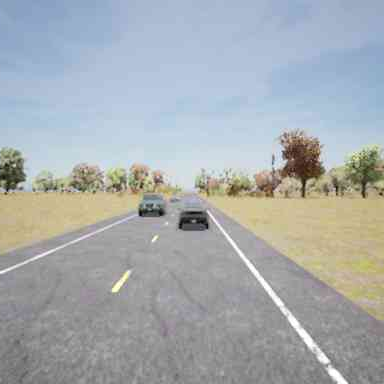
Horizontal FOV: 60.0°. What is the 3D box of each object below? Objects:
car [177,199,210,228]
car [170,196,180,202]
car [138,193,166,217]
[{"bbox_3d":[0.103,1.441,21.723,1.837,1.490,4.892,0,0,0],"label":"car"},{"bbox_3d":[-3.491,1.393,68.459,1.895,1.301,4.718,0,0,0],"label":"car"},{"bbox_3d":[-3.593,1.131,30.867,2.150,2.045,5.566,0,0,0],"label":"car"}]
